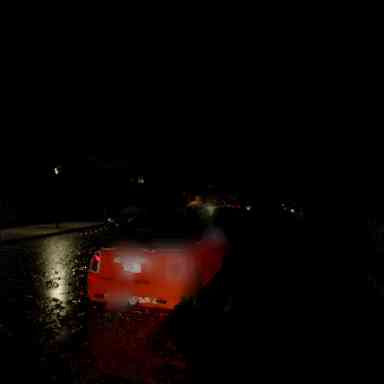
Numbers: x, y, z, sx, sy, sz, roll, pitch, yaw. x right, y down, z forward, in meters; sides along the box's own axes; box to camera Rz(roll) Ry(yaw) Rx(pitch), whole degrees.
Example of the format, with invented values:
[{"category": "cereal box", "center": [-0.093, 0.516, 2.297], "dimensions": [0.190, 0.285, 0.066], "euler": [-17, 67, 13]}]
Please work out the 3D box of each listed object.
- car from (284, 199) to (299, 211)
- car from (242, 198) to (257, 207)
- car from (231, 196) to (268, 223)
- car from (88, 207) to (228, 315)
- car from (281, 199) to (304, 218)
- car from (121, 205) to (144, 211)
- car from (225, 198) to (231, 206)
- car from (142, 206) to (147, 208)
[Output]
[{"category": "car", "center": [12.706, 1.634, 42.569], "dimensions": [1.812, 1.442, 4.674], "euler": [0, 0, 16]}, {"category": "car", "center": [10.088, 1.705, 57.925], "dimensions": [2.033, 1.411, 5.357], "euler": [0, 0, 16]}, {"category": "car", "center": [4.831, 1.300, 26.737], "dimensions": [2.150, 2.045, 5.566], "euler": [0, 0, 16]}, {"category": "car", "center": [-0.472, 1.380, 7.968], "dimensions": [2.097, 1.767, 4.553], "euler": [0, 0, 16]}, {"category": "car", "center": [9.585, 1.647, 31.670], "dimensions": [1.994, 1.385, 4.181], "euler": [0, 0, 17]}, {"category": "car", "center": [-3.666, 1.605, 21.321], "dimensions": [1.812, 1.442, 4.674], "euler": [0, 0, 16]}, {"category": "car", "center": [7.294, 1.717, 59.948], "dimensions": [2.033, 1.411, 5.357], "euler": [0, 0, 16]}, {"category": "car", "center": [-0.769, 1.615, 19.626], "dimensions": [2.033, 1.411, 5.357], "euler": [0, 0, 16]}]
